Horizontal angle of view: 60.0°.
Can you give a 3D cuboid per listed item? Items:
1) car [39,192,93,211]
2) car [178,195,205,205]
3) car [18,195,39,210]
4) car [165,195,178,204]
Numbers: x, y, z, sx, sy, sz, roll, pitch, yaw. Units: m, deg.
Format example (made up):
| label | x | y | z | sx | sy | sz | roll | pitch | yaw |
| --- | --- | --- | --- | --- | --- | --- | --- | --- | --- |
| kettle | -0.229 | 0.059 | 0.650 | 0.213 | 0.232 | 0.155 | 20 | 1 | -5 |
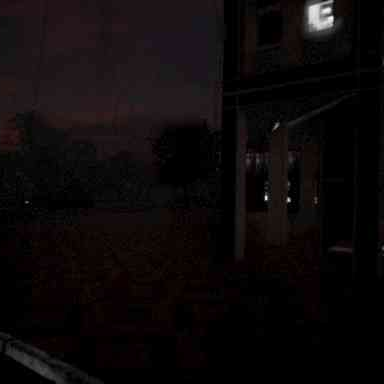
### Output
| label | x | y | z | sx | sy | sz | roll | pitch | yaw |
| --- | --- | --- | --- | --- | --- | --- | --- | --- | --- |
| car | -14.118 | 1.047 | 38.298 | 2.150 | 2.045 | 5.566 | 1 | 1 | 38 |
| car | 0.322 | 1.311 | 56.523 | 1.837 | 1.490 | 4.892 | 1 | 0 | 39 |
| car | -17.796 | 1.118 | 38.881 | 2.097 | 1.767 | 4.553 | 1 | 1 | 38 |
| car | -2.308 | 1.291 | 58.437 | 2.033 | 1.411 | 5.357 | 1 | 1 | 39 |
